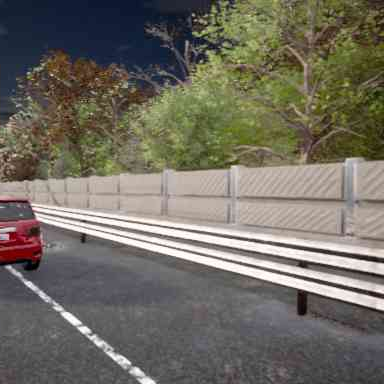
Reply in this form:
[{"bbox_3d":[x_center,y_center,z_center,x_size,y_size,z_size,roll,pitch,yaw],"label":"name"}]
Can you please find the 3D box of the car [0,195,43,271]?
[{"bbox_3d":[-6.111,1.110,9.715,2.150,2.045,5.566,0,1,-40],"label":"car"}]
